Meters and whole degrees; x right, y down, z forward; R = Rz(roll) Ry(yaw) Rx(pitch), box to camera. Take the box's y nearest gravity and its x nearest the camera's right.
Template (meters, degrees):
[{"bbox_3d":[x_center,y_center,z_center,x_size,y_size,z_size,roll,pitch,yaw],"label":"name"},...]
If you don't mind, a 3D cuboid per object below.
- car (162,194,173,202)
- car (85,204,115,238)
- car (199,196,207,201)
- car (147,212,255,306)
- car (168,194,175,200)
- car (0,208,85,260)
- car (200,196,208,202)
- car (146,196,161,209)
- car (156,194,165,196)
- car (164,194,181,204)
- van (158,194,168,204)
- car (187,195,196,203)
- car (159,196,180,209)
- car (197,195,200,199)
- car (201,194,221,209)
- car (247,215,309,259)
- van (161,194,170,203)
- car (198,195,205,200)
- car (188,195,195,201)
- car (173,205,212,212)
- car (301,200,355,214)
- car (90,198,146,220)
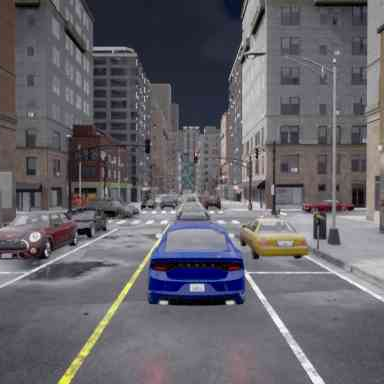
[{"bbox_3d":[-5.803,1.365,78.101,2.192,1.841,5.009,-1,0,0],"label":"car"},{"bbox_3d":[-5.705,1.567,17.712,1.947,1.339,4.313,-1,0,0],"label":"car"},{"bbox_3d":[2.726,1.617,83.699,1.947,1.339,4.313,-1,0,0],"label":"car"},{"bbox_3d":[0.084,1.476,8.135,1.882,1.535,5.008,0,0,0],"label":"car"},{"bbox_3d":[-5.828,1.495,94.857,1.967,1.590,4.097,-1,0,0],"label":"car"},{"bbox_3d":[-5.697,1.439,12.215,1.967,1.590,4.097,-1,0,0],"label":"car"},{"bbox_3d":[2.733,1.575,78.284,1.752,1.417,4.829,-1,0,0],"label":"car"},{"bbox_3d":[-5.748,1.593,44.585,1.947,1.339,4.313,-1,0,0],"label":"car"},{"bbox_3d":[-5.765,1.562,55.587,1.752,1.417,4.829,-1,0,0],"label":"car"},{"bbox_3d":[-3.175,1.541,55.229,1.837,1.490,4.892,0,0,0],"label":"car"},{"bbox_3d":[-5.785,1.385,66.929,1.690,1.788,3.998,-1,0,0],"label":"van"},{"bbox_3d":[-0.117,1.565,74.028,2.128,1.511,4.902,0,0,0],"label":"car"},{"bbox_3d":[-3.167,1.575,45.331,2.033,1.411,5.357,0,0,0],"label":"car"},{"bbox_3d":[2.746,1.359,66.942,2.192,1.841,5.009,-1,0,0],"label":"car"},{"bbox_3d":[2.775,1.342,44.598,2.192,1.841,5.009,-1,0,0],"label":"car"},{"bbox_3d":[2.828,1.525,12.400,1.752,1.417,4.829,-1,0,0],"label":"car"},{"bbox_3d":[-5.794,1.388,72.515,1.690,1.788,3.998,-1,0,0],"label":"van"},{"bbox_3d":[2.711,1.605,94.871,2.008,1.369,4.403,-1,0,0],"label":"car"},{"bbox_3d":[-0.134,1.521,84.480,1.895,1.301,4.718,0,0,0],"label":"car"},{"bbox_3d":[0.073,1.602,17.498,1.895,1.301,4.718,0,0,0],"label":"car"},{"bbox_3d":[13.307,1.452,32.857,4.718,1.301,1.895,-1,1,-1],"label":"car"},{"bbox_3d":[-6.658,1.402,27.995,4.553,1.767,2.097,0,0,20],"label":"car"}]
